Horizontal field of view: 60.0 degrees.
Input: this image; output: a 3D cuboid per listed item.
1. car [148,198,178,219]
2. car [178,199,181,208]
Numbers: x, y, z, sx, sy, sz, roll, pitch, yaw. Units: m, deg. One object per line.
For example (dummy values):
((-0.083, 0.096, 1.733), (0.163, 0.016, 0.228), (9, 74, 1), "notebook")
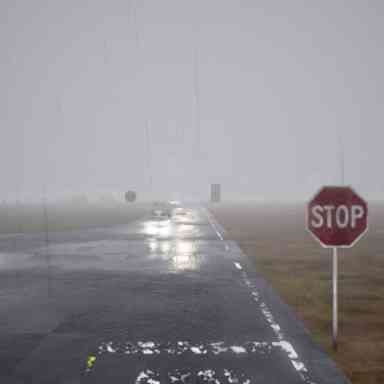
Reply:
((-2.656, 1.518, 29.097), (2.128, 1.511, 4.902), (0, 0, 0), "car")
((-2.591, 1.587, 48.077), (1.812, 1.442, 4.674), (0, 0, 0), "car")
